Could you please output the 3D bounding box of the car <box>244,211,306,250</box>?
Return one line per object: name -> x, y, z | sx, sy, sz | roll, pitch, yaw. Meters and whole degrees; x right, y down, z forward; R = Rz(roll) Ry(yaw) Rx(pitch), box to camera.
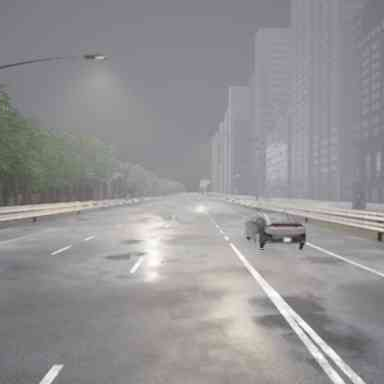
car -> 3.555, 1.598, 14.889 | 2.128, 1.511, 4.902 | 0, 0, 0
